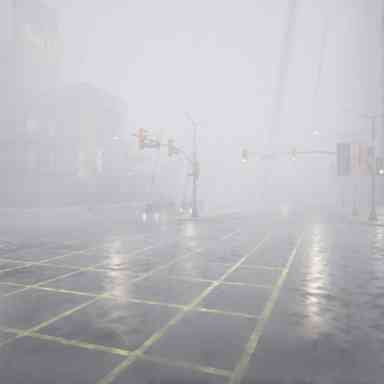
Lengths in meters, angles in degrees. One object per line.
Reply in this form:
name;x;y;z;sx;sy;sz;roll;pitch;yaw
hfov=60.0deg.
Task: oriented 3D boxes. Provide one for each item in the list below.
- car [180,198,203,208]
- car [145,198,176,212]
car;-0.007;1.601;48.524;1.895;1.301;4.718;0;0;21
car;-3.619;1.478;38.969;1.882;1.535;5.008;0;0;23
